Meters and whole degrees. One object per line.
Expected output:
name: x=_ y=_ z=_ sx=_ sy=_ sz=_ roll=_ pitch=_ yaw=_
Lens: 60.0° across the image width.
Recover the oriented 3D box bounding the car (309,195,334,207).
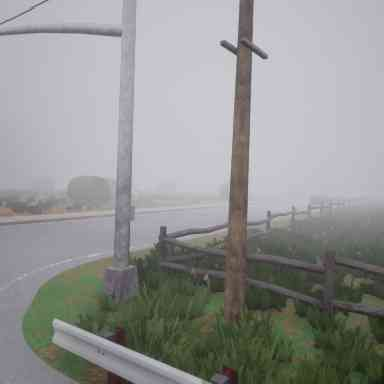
car: x=16.924 y=1.074 z=43.896 sx=1.882 sy=1.535 sz=5.008 roll=3 pitch=2 yaw=33

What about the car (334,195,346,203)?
car: x=24.070 y=1.175 z=54.827 sx=1.895 sy=1.301 sz=4.718 roll=3 pitch=2 yaw=33

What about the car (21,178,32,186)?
car: x=-39.100 y=-2.271 z=79.197 sx=1.905 sy=1.878 sz=3.866 roll=8 pitch=2 yaw=-13
